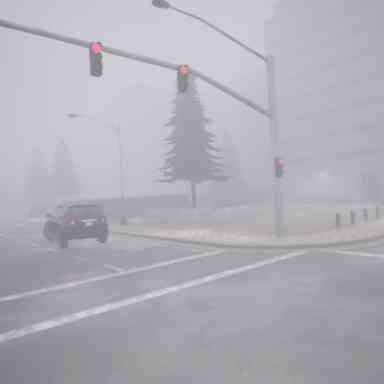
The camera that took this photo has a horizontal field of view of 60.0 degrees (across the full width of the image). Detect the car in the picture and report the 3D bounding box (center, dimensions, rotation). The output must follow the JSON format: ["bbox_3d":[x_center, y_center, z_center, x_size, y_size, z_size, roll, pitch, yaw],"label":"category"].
[{"bbox_3d":[-6.126,1.631,17.332,2.150,2.045,5.566,-1,-1,-33],"label":"car"}]
